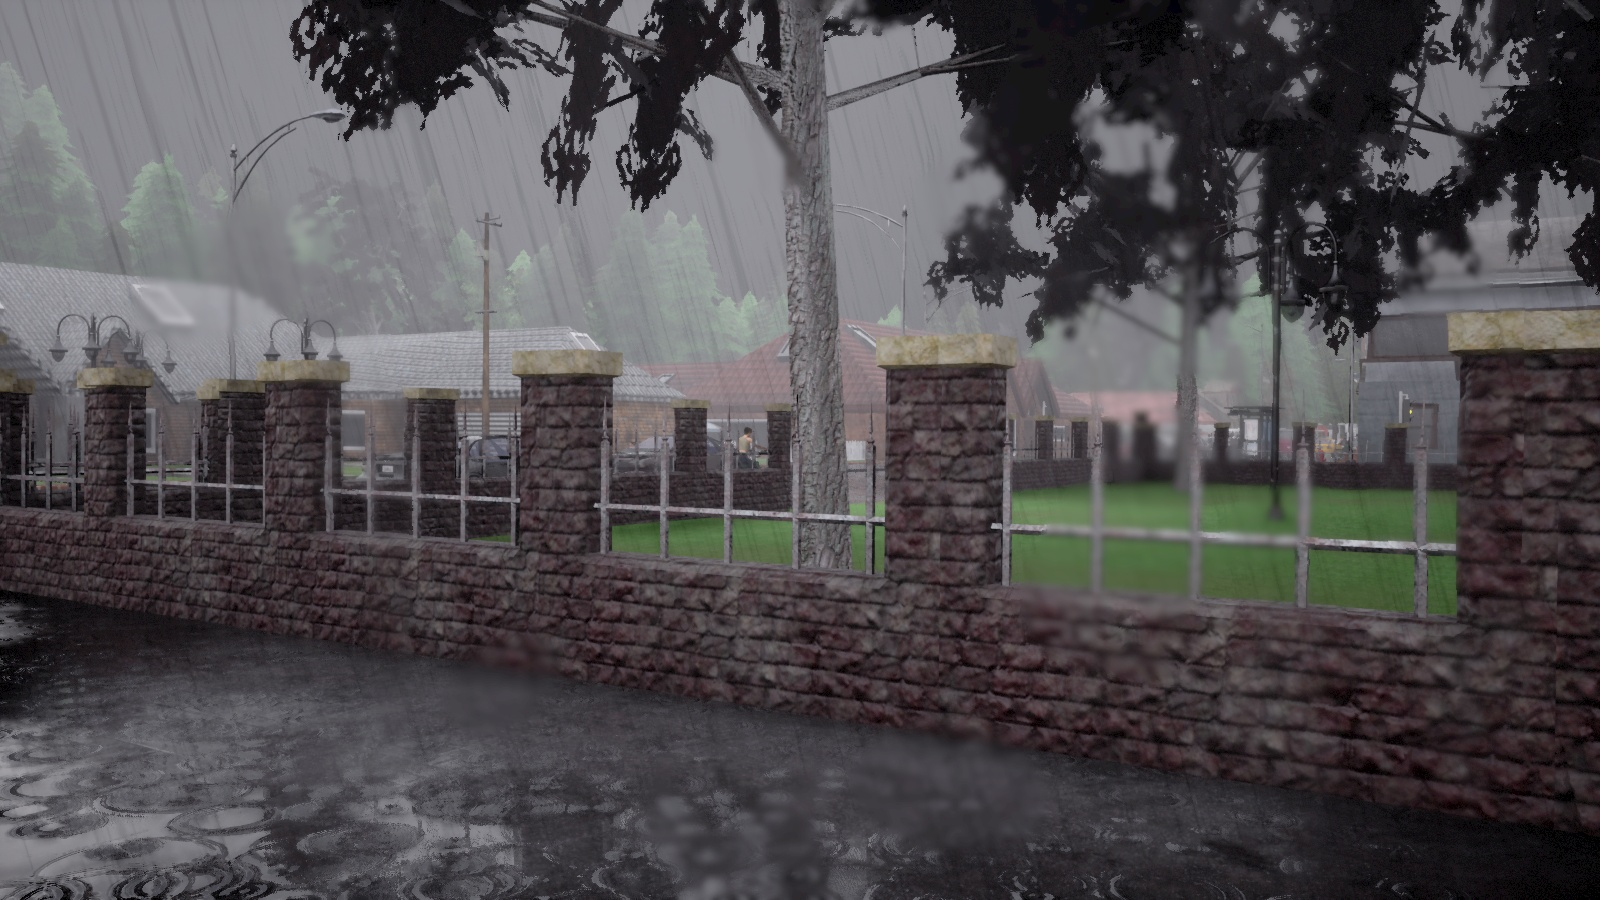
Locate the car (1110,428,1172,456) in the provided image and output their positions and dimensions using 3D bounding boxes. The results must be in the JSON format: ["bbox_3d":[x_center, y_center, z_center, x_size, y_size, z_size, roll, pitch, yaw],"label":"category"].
[{"bbox_3d":[19.229,-0.460,70.638,2.007,1.525,4.514,0,1,34],"label":"car"}]

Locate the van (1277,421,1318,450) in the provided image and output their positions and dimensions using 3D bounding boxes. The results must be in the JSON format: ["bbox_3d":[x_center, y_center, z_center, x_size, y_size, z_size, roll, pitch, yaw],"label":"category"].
[{"bbox_3d":[34.197,-1.003,86.217,1.775,1.987,4.442,0,1,33],"label":"van"}]

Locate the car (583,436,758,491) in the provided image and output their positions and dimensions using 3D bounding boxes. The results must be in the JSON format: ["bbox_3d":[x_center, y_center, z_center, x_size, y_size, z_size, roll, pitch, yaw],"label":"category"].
[{"bbox_3d":[-3.570,0.322,35.850,2.033,1.411,5.357,0,1,33],"label":"car"}]

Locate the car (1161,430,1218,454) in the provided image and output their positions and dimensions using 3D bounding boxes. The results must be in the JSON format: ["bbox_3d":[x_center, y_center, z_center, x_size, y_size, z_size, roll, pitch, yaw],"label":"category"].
[{"bbox_3d":[24.409,-0.515,78.576,2.033,1.411,5.357,0,1,33],"label":"car"}]

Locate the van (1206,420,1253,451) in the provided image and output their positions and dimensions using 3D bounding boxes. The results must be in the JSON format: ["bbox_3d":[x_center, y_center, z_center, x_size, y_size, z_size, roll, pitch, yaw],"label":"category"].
[{"bbox_3d":[29.625,-0.993,86.537,2.069,2.038,4.480,0,1,33],"label":"van"}]

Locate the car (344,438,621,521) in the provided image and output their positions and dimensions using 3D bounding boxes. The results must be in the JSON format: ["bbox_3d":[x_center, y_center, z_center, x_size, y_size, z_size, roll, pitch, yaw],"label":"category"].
[{"bbox_3d":[-6.040,0.496,24.689,2.033,1.411,5.357,0,1,32],"label":"car"}]
